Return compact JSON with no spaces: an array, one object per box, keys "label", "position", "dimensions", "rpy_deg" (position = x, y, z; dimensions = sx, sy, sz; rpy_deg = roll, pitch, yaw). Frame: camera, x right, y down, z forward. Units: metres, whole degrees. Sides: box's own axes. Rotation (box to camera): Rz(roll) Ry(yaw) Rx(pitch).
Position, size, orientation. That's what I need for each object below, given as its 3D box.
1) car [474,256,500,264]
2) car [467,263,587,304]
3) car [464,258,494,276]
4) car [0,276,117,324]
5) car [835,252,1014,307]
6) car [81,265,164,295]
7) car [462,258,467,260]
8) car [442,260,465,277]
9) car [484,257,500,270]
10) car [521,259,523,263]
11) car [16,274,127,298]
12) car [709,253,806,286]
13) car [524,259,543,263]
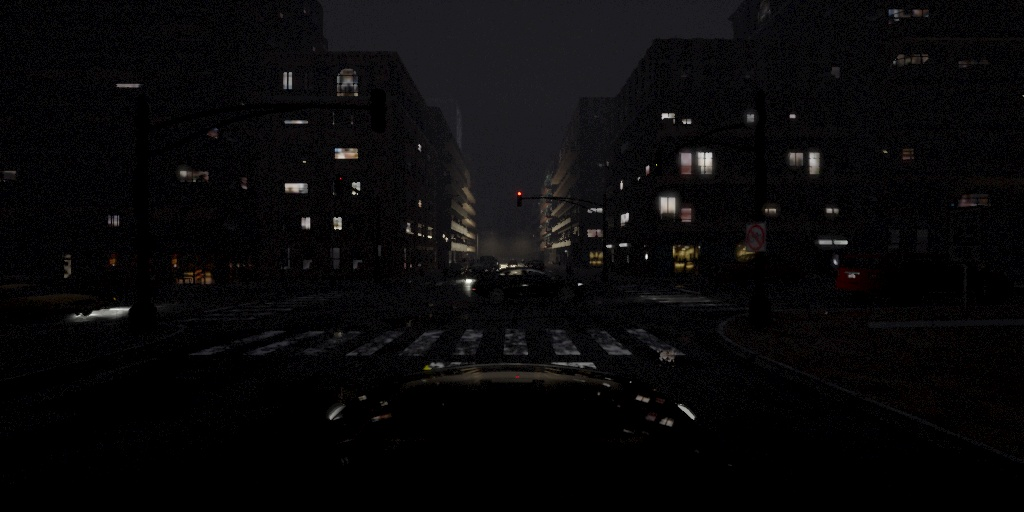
[{"label":"car","position":[-3.014,0.981,44.083],"dimensions":[2.150,2.045,5.566],"rpy_deg":[0,0,0]},{"label":"car","position":[0.744,1.205,15.528],"dimensions":[4.902,1.511,2.128],"rpy_deg":[-1,0,0]},{"label":"car","position":[-3.036,1.233,34.102],"dimensions":[1.882,1.535,5.008],"rpy_deg":[0,0,0]},{"label":"car","position":[-17.608,1.585,12.815],"dimensions":[4.829,1.417,1.751],"rpy_deg":[0,0,0]},{"label":"car","position":[14.733,0.775,13.032],"dimensions":[5.009,1.841,2.192],"rpy_deg":[0,0,0]},{"label":"car","position":[-23.560,1.462,21.123],"dimensions":[5.009,1.841,2.192],"rpy_deg":[0,0,0]},{"label":"car","position":[-5.612,1.283,40.630],"dimensions":[1.751,1.417,4.829],"rpy_deg":[0,0,0]},{"label":"car","position":[-5.623,1.322,35.117],"dimensions":[1.948,1.339,4.313],"rpy_deg":[0,0,0]},{"label":"car","position":[-2.979,1.116,54.416],"dimensions":[2.097,1.767,4.553],"rpy_deg":[0,0,0]},{"label":"car","position":[2.803,1.348,57.832],"dimensions":[1.802,1.307,4.207],"rpy_deg":[0,0,0]},{"label":"car","position":[-19.836,1.656,15.389],"dimensions":[4.181,1.385,1.994],"rpy_deg":[-1,0,0]},{"label":"car","position":[14.615,0.759,21.412],"dimensions":[5.009,1.841,2.192],"rpy_deg":[0,0,0]},{"label":"car","position":[2.769,1.198,40.785],"dimensions":[1.967,1.591,4.097],"rpy_deg":[0,0,0]}]
